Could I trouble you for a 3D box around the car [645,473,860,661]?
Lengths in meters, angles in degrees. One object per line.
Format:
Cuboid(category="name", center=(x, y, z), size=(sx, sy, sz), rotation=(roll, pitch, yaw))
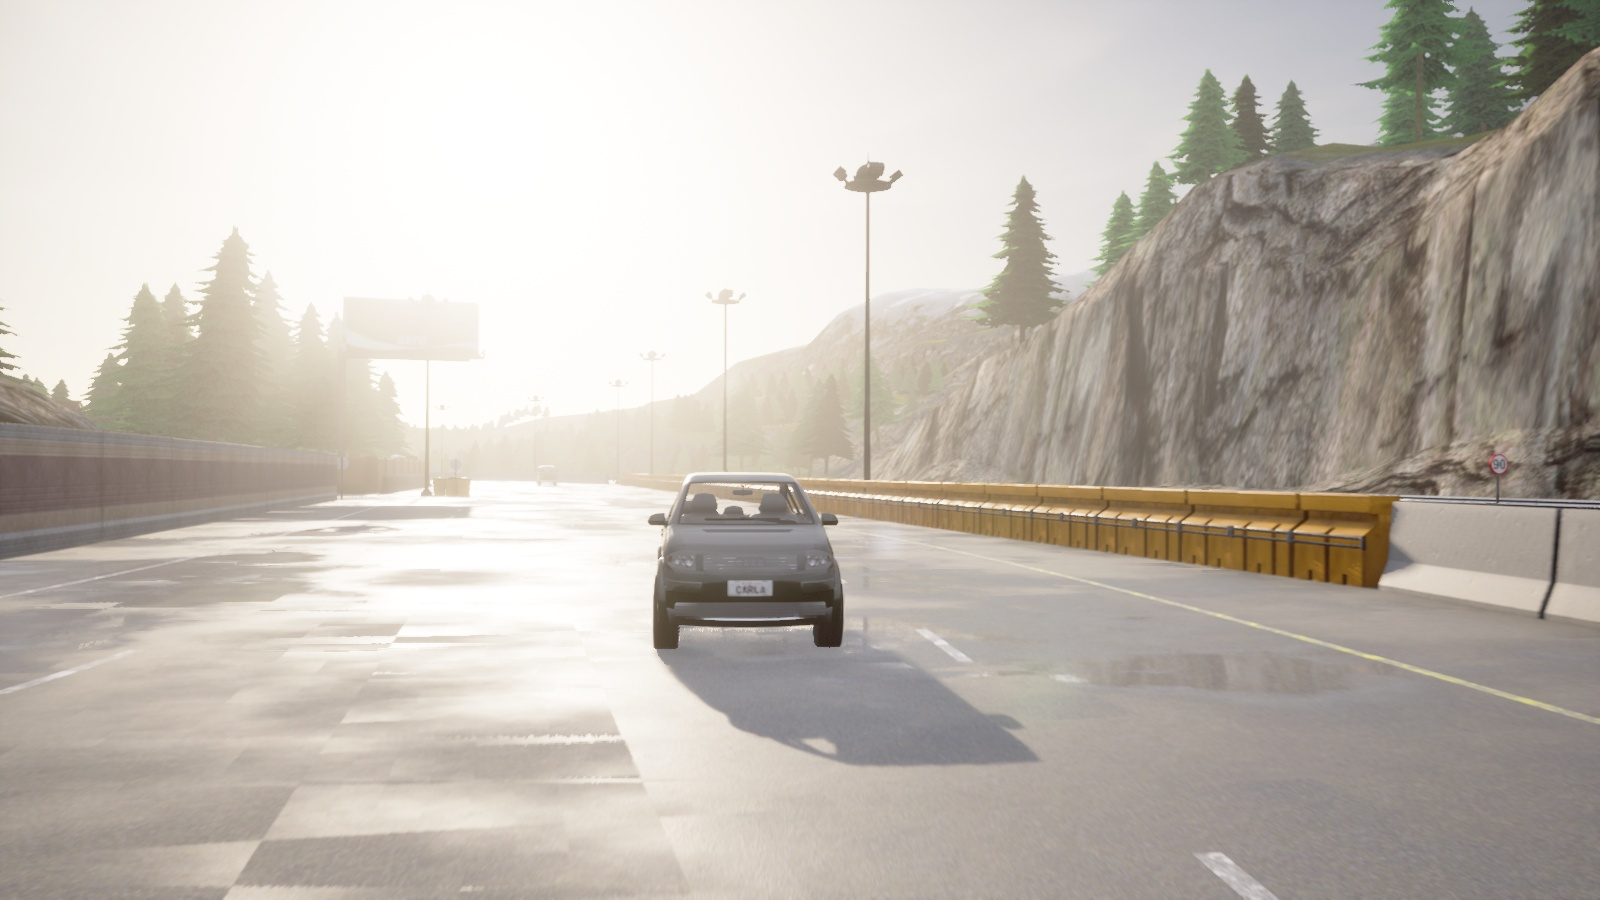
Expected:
Cuboid(category="car", center=(-0.578, 1.002, 12.335), size=(1.789, 1.549, 3.705), rotation=(0, -1, -6))
